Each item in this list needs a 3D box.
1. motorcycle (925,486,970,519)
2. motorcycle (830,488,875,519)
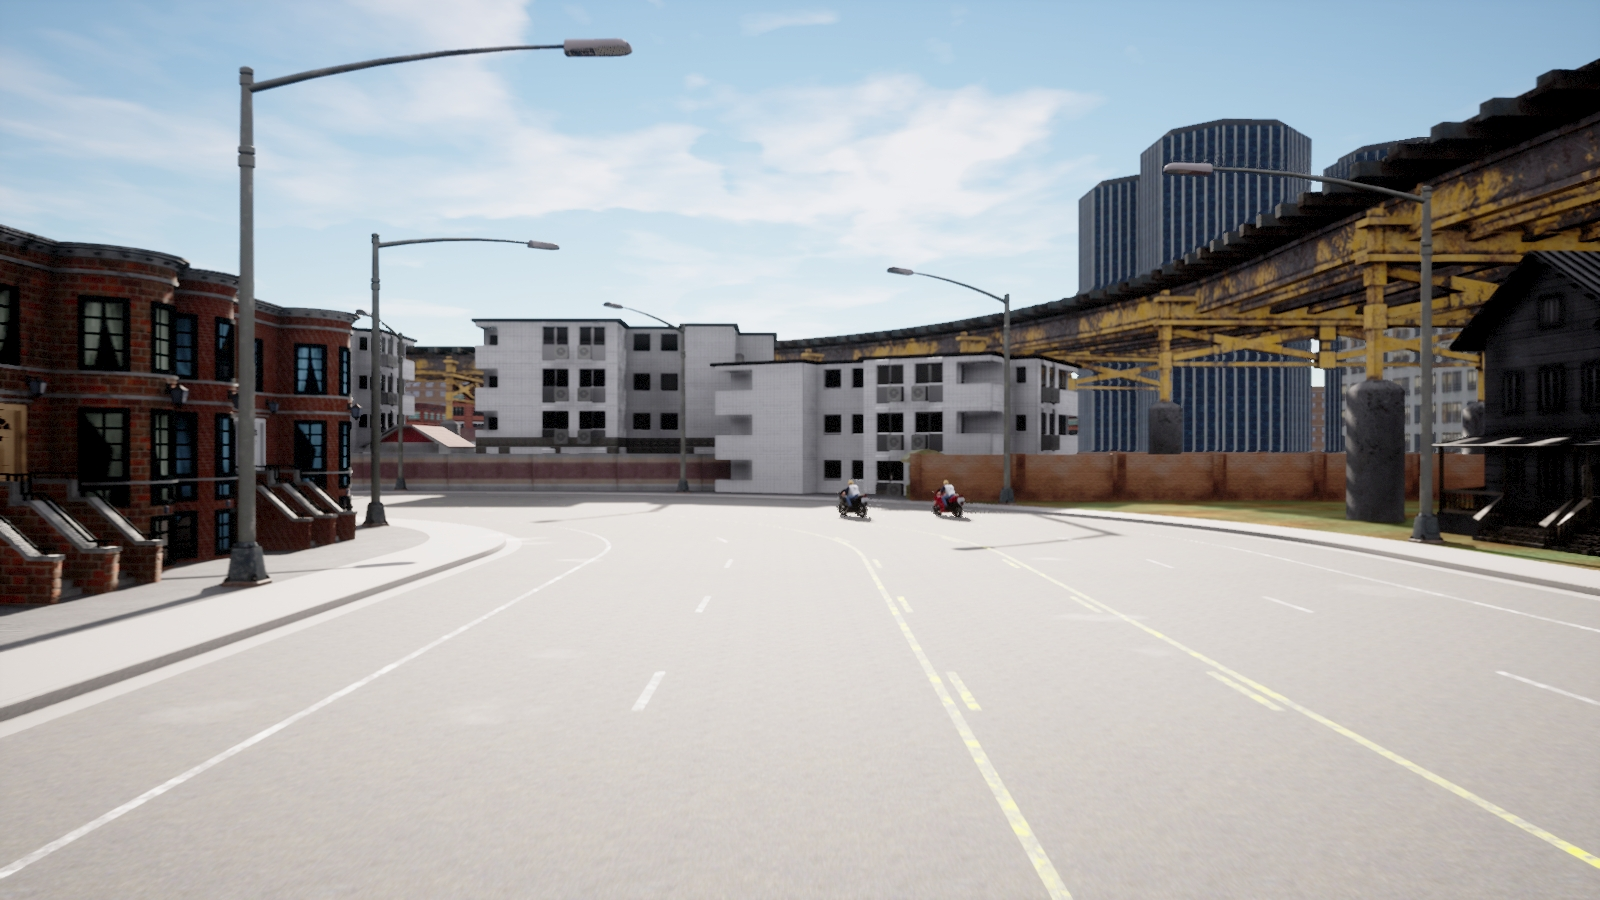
[{"bbox_3d":[6.043,2.139,46.801,0.803,1.224,2.033,-1,0,-28],"label":"motorcycle"},{"bbox_3d":[2.129,2.179,46.634,0.803,1.145,2.033,-1,1,-31],"label":"motorcycle"}]
